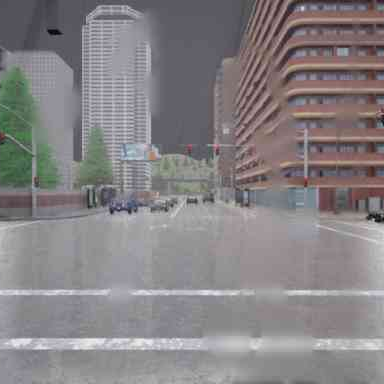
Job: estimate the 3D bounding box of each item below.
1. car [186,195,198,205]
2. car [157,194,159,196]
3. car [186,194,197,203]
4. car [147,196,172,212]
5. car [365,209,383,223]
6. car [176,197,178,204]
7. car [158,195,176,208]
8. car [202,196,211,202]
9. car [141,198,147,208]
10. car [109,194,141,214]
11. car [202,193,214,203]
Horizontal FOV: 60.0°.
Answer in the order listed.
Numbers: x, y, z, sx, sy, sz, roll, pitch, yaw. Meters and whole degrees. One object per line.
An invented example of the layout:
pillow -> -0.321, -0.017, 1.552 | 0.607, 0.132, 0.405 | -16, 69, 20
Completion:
car -> 0.024, 1.477, 59.495 | 1.882, 1.535, 5.008 | 0, 0, 0
car -> -7.129, 1.525, 63.473 | 1.812, 1.442, 4.674 | 0, 0, 0
car -> -0.091, 1.352, 69.487 | 2.097, 1.767, 4.553 | 0, 0, 0
car -> -3.648, 1.526, 38.279 | 1.812, 1.442, 4.674 | 0, 0, 0
car -> 15.001, 1.492, 23.271 | 5.357, 1.411, 2.033 | 0, 0, -12
car -> -3.637, 1.547, 62.978 | 2.033, 1.411, 5.357 | 0, 0, 0
car -> -3.656, 1.526, 48.520 | 1.812, 1.442, 4.674 | 0, 0, 0
car -> 3.397, 1.576, 78.268 | 1.895, 1.301, 4.718 | 0, 0, 0
car -> -7.161, 1.547, 47.374 | 2.033, 1.411, 5.357 | 0, 0, 0
car -> -7.147, 1.222, 35.220 | 2.150, 2.045, 5.566 | 0, 0, 0
car -> 3.410, 1.221, 68.701 | 2.150, 2.045, 5.566 | 0, 0, 0
